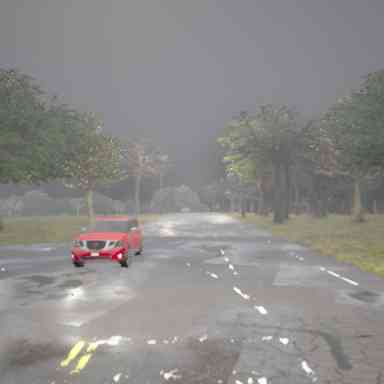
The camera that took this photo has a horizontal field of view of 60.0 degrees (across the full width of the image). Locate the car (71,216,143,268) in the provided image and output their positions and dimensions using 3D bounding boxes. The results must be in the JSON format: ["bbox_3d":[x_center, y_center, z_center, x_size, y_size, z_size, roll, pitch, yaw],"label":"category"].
[{"bbox_3d":[-3.609,2.145,15.226,2.150,2.045,5.566,0,-3,1],"label":"car"}]

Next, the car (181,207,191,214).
[{"bbox_3d":[-1.594,4.753,85.125,2.097,1.767,4.553,-1,-3,7],"label":"car"}]
